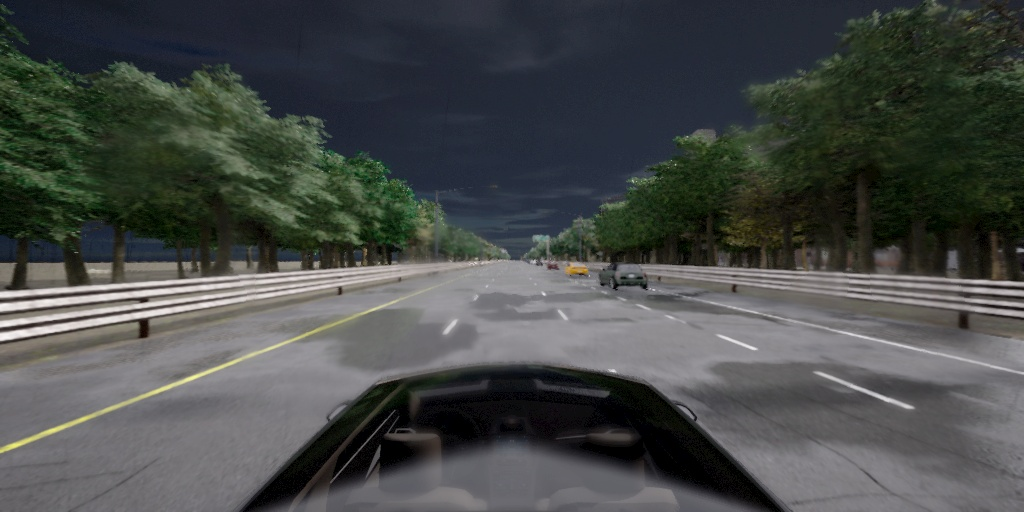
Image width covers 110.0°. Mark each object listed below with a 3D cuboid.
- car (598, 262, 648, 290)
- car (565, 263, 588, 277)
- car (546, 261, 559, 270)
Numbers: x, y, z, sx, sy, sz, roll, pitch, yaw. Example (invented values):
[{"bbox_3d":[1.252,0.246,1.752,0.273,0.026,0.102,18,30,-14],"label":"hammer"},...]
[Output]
[{"bbox_3d":[7.016,1.196,23.157,2.097,1.767,4.553,0,0,0],"label":"car"},{"bbox_3d":[7.062,1.469,39.761,1.882,1.535,5.008,0,-1,0],"label":"car"},{"bbox_3d":[7.185,1.701,63.803,1.882,1.535,5.008,0,-1,0],"label":"car"}]
